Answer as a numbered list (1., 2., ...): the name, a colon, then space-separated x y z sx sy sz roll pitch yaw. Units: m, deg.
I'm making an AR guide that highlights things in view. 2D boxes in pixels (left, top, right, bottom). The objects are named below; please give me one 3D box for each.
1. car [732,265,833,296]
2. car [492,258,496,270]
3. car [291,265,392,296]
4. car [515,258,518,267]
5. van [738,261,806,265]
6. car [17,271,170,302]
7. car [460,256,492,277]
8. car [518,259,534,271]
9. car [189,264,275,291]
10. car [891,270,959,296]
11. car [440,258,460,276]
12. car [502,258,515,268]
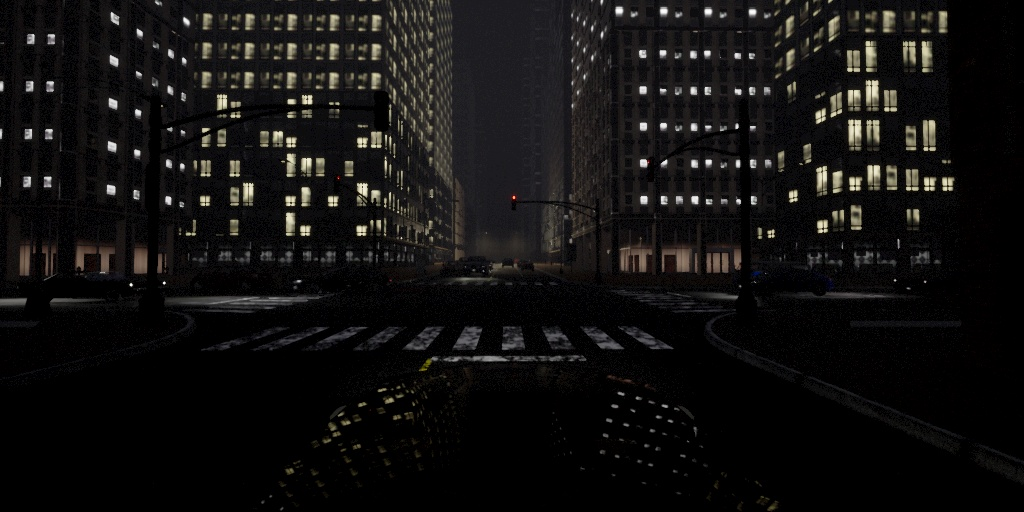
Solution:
1. car: 14.522 1.342 19.239 4.674 1.442 1.812 0 -1 -2
2. car: -3.769 1.276 52.192 1.837 1.490 4.892 0 -1 -1
3. car: -9.185 1.260 19.624 4.902 1.511 2.128 0 0 -26
4. car: 1.913 1.297 59.701 1.751 1.417 4.829 0 0 -1
5. van: 15.714 1.210 21.835 3.998 1.789 1.690 0 0 -1
6. car: -18.066 1.300 15.680 4.718 1.301 1.895 0 -1 -1
7. car: -3.551 0.983 36.433 2.150 2.045 5.566 0 0 1
8. car: 2.065 1.349 48.376 1.802 1.307 4.207 0 0 -1
9. car: -16.757 1.255 21.472 4.097 1.591 1.967 0 0 -1
10. car: 23.566 1.435 19.343 4.718 1.301 1.895 0 -1 -1
11. car: -6.164 1.203 37.052 1.967 1.591 4.097 0 0 -1
12. car: -0.732 1.126 64.000 2.097 1.767 4.553 0 0 -1
